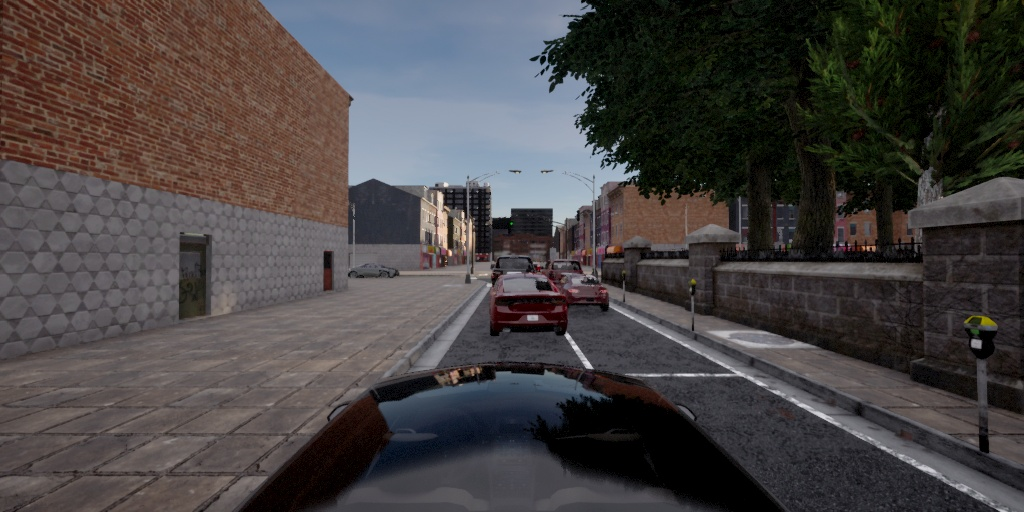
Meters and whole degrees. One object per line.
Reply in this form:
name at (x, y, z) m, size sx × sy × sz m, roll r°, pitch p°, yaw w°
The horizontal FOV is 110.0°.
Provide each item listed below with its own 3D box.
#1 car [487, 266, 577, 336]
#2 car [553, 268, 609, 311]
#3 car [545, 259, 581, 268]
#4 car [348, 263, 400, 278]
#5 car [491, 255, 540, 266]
car at (0.289, 1.231, 10.479) m, size 1.882 × 1.535 × 5.008 m, roll 0°, pitch 0°, yaw -4°
car at (2.660, 1.338, 14.273) m, size 1.802 × 1.307 × 4.207 m, roll 0°, pitch 0°, yaw 0°
car at (2.669, 1.076, 19.722) m, size 2.192 × 1.841 × 5.009 m, roll 0°, pitch 0°, yaw 0°
car at (-12.026, 1.306, 31.316) m, size 4.181 × 1.385 × 1.994 m, roll 0°, pitch -1°, yaw 0°
car at (0.111, 0.981, 18.029) m, size 2.150 × 2.045 × 5.566 m, roll 0°, pitch 0°, yaw 0°
